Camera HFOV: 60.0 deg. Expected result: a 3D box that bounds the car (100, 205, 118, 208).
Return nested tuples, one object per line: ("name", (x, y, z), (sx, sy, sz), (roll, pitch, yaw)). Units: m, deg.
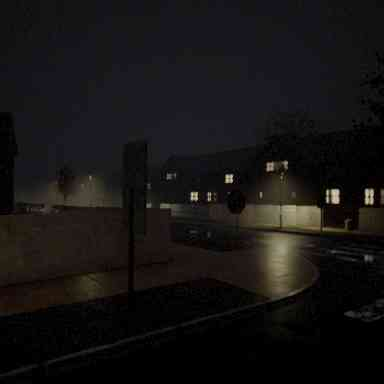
("car", (-7.523, 1.901, 30.293), (2.033, 1.411, 5.357), (1, -2, -36))
